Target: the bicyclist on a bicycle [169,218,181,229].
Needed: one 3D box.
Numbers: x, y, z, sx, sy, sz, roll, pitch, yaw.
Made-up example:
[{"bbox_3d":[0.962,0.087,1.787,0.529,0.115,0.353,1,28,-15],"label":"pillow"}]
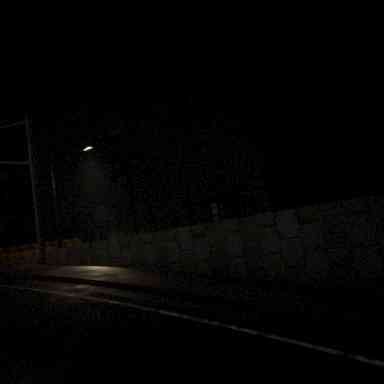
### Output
[{"bbox_3d":[-1.351,2.914,27.282,1.656,1.620,0.582,-14,-8,35],"label":"bicyclist on a bicycle"}]
